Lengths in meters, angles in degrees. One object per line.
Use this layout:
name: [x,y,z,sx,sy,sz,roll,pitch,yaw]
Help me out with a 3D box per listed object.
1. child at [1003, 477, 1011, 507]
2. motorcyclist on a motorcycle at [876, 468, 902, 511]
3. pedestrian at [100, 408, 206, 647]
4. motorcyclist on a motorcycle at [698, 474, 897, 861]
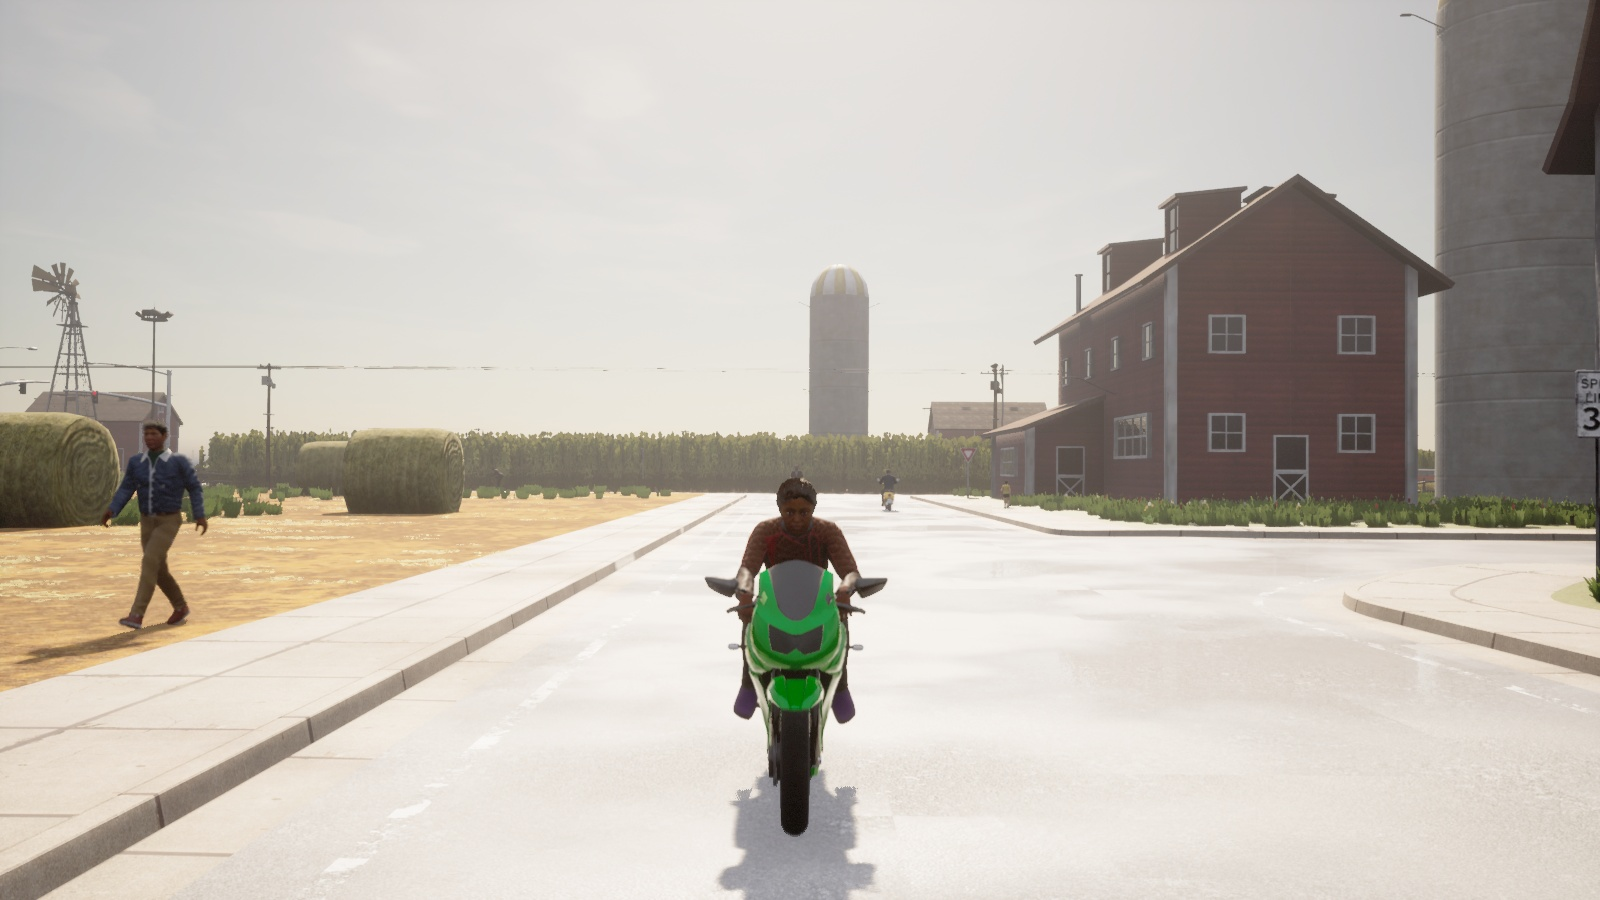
child: [7.718,1.558,46.867,0.255,1.110,0.394,0,-1,13]
motorcyclist on a motorcycle: [3.377,1.493,47.971,0.866,1.590,1.817,0,-1,0]
pedestrian: [-5.473,0.636,10.657,0.423,1.949,0.788,0,-1,6]
motorcyclist on a motorcycle: [-0.013,0.889,6.049,0.797,1.523,2.044,0,0,0]
